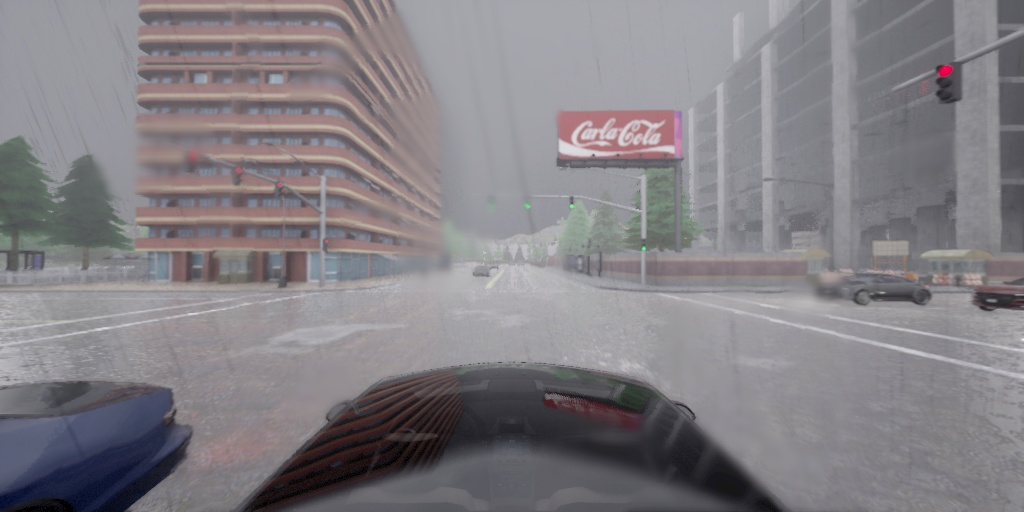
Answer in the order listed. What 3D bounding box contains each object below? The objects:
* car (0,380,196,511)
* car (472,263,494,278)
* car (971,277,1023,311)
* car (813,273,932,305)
[{"bbox_3d":[-3.523,1.316,0.508,2.033,1.411,5.357,0,0,0],"label":"car"},{"bbox_3d":[-3.513,1.867,42.437,1.837,1.490,4.892,0,1,0],"label":"car"},{"bbox_3d":[20.294,1.385,13.309,5.008,1.535,1.882,0,-1,0],"label":"car"},{"bbox_3d":[16.773,1.518,16.825,4.181,1.385,1.994,0,-1,0],"label":"car"}]
